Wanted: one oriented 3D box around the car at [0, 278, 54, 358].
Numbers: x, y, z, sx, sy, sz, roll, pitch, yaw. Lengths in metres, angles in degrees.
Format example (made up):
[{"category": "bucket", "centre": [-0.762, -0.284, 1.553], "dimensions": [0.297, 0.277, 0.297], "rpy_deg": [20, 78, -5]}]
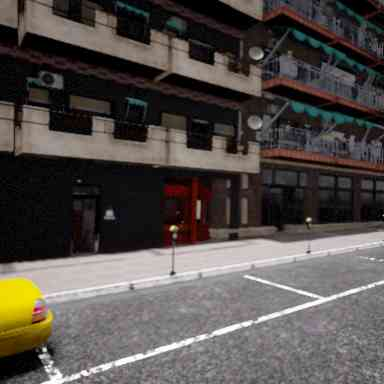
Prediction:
[{"category": "car", "centre": [-4.144, 1.511, 3.588], "dimensions": [4.829, 1.417, 1.752], "rpy_deg": [1, 1, -35]}]
